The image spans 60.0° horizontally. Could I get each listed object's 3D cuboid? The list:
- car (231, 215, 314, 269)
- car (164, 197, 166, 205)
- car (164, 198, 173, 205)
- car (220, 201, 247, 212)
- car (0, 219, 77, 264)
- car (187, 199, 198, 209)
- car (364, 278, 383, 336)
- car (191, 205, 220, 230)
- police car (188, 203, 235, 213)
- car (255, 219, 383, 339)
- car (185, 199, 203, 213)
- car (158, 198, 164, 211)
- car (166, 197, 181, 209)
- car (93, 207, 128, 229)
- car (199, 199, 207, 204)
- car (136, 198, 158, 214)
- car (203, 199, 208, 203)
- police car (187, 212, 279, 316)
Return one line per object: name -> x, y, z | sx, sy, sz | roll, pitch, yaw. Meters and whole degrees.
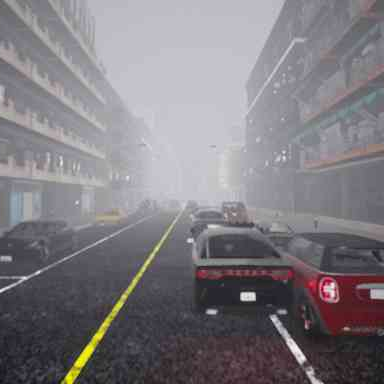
car -> 2.706, 1.680, 12.343 | 2.008, 1.369, 4.403 | 0, -1, 0
car -> -5.598, 2.071, 74.358 | 2.192, 1.841, 5.009 | 0, -1, 0
car -> -5.592, 2.251, 79.992 | 1.967, 1.590, 4.097 | 0, -1, 0
car -> 2.721, 1.560, 23.618 | 2.192, 1.841, 5.009 | 0, -1, 0
car -> -5.675, 1.696, 12.356 | 1.947, 1.339, 4.313 | 0, -1, 0
car -> 0.071, 2.074, 58.390 | 1.882, 1.535, 5.008 | 0, -1, 0
car -> 2.692, 1.557, 1.071 | 1.887, 1.381, 4.507 | 0, -1, 0
car -> 0.855, 1.753, 23.842 | 1.837, 1.490, 4.892 | 0, -1, 0
police car -> 0.921, 1.613, 17.953 | 1.930, 1.638, 5.238 | 0, -1, 0
car -> 2.699, 1.511, 6.709 | 1.967, 1.590, 4.097 | 0, -1, 0
car -> 0.064, 1.948, 44.480 | 2.128, 1.511, 4.902 | 0, -1, 0
car -> -5.632, 1.789, 46.177 | 2.192, 1.841, 5.009 | 0, -1, 0
car -> -2.930, 1.940, 57.573 | 2.097, 1.767, 4.553 | 0, -1, 0
car -> -5.661, 1.769, 23.460 | 1.752, 1.417, 4.829 | 0, -1, 0
car -> 2.795, 2.411, 85.613 | 1.887, 1.381, 4.507 | 0, -1, 0
car -> -5.640, 1.857, 40.540 | 1.967, 1.590, 4.097 | 0, -1, 0
car -> 2.782, 2.282, 74.511 | 1.752, 1.417, 4.829 | 0, -1, 0
police car -> 0.909, 1.509, 7.954 | 1.930, 1.638, 5.238 | 0, -1, 0
